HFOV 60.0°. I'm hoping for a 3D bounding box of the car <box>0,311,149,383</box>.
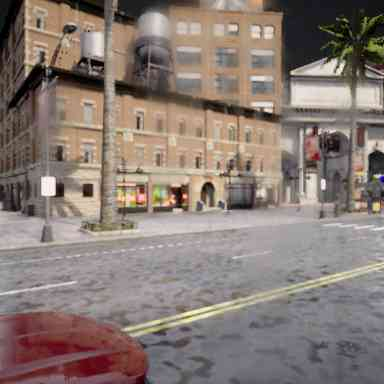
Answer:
[{"bbox_3d":[-2.608,1.479,1.869,5.008,1.535,1.882,0,0,-36],"label":"car"}]
